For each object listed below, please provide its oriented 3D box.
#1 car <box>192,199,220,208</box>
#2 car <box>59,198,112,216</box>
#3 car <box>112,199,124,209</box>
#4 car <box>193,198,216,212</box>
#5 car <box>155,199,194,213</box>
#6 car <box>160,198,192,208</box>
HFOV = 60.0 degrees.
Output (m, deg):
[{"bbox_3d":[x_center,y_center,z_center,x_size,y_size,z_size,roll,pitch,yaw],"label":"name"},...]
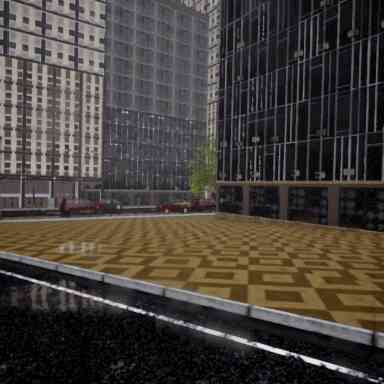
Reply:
[{"bbox_3d":[2.391,1.862,55.605,4.313,1.339,1.947,1,1,-34],"label":"car"},{"bbox_3d":[-11.862,1.635,36.288,5.009,1.841,2.192,1,1,-34],"label":"car"},{"bbox_3d":[-11.641,1.708,45.996,4.403,1.369,2.008,1,1,-34],"label":"car"},{"bbox_3d":[2.169,1.773,45.897,5.009,1.841,2.192,1,1,-34],"label":"car"},{"bbox_3d":[-2.513,1.957,42.698,4.507,1.381,1.887,1,1,-34],"label":"car"},{"bbox_3d":[-2.426,1.774,52.305,4.829,1.417,1.752,1,1,-34],"label":"car"}]
